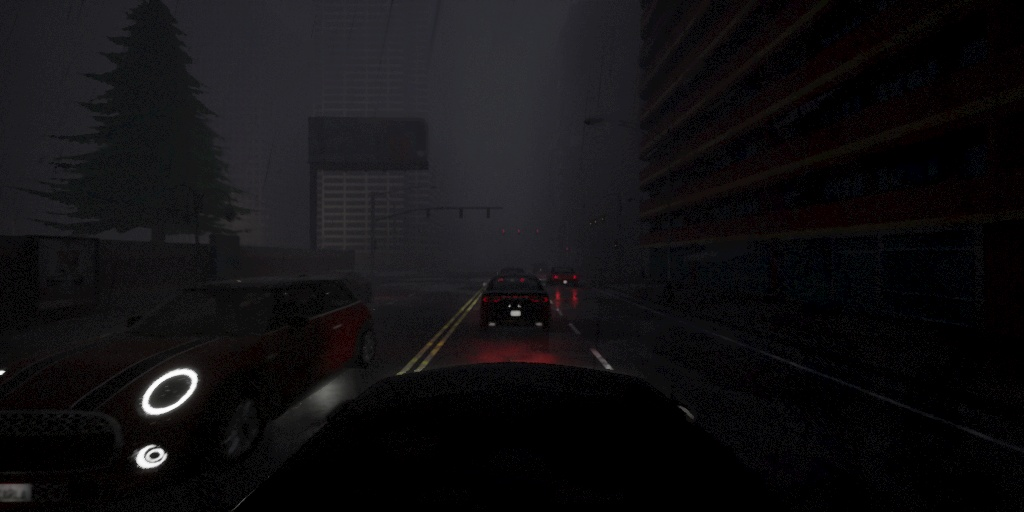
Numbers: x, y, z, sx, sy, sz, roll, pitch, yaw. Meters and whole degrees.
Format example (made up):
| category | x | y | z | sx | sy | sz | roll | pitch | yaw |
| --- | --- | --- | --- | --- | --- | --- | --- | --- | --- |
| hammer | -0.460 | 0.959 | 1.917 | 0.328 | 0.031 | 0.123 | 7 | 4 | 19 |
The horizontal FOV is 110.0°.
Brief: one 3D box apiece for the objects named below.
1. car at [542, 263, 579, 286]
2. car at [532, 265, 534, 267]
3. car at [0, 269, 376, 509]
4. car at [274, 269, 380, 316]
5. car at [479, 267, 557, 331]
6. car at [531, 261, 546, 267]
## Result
| category | x | y | z | sx | sy | sz | roll | pitch | yaw |
| --- | --- | --- | --- | --- | --- | --- | --- | --- | --- |
| car | 3.532 | 1.425 | 25.929 | 1.895 | 1.301 | 4.718 | 0 | 0 | 0 |
| car | 0.017 | 1.358 | 21.669 | 2.033 | 1.411 | 5.357 | 0 | 0 | 0 |
| car | -3.600 | 1.111 | 4.821 | 2.097 | 1.767 | 4.553 | 0 | 0 | 0 |
| car | -7.102 | 1.315 | 14.420 | 1.812 | 1.442 | 4.674 | 0 | 0 | 0 |
| car | 0.081 | 1.257 | 11.190 | 1.882 | 1.535 | 5.008 | 0 | 0 | 0 |
| car | 3.507 | 1.388 | 45.593 | 1.837 | 1.490 | 4.892 | 0 | 0 | 0 |
